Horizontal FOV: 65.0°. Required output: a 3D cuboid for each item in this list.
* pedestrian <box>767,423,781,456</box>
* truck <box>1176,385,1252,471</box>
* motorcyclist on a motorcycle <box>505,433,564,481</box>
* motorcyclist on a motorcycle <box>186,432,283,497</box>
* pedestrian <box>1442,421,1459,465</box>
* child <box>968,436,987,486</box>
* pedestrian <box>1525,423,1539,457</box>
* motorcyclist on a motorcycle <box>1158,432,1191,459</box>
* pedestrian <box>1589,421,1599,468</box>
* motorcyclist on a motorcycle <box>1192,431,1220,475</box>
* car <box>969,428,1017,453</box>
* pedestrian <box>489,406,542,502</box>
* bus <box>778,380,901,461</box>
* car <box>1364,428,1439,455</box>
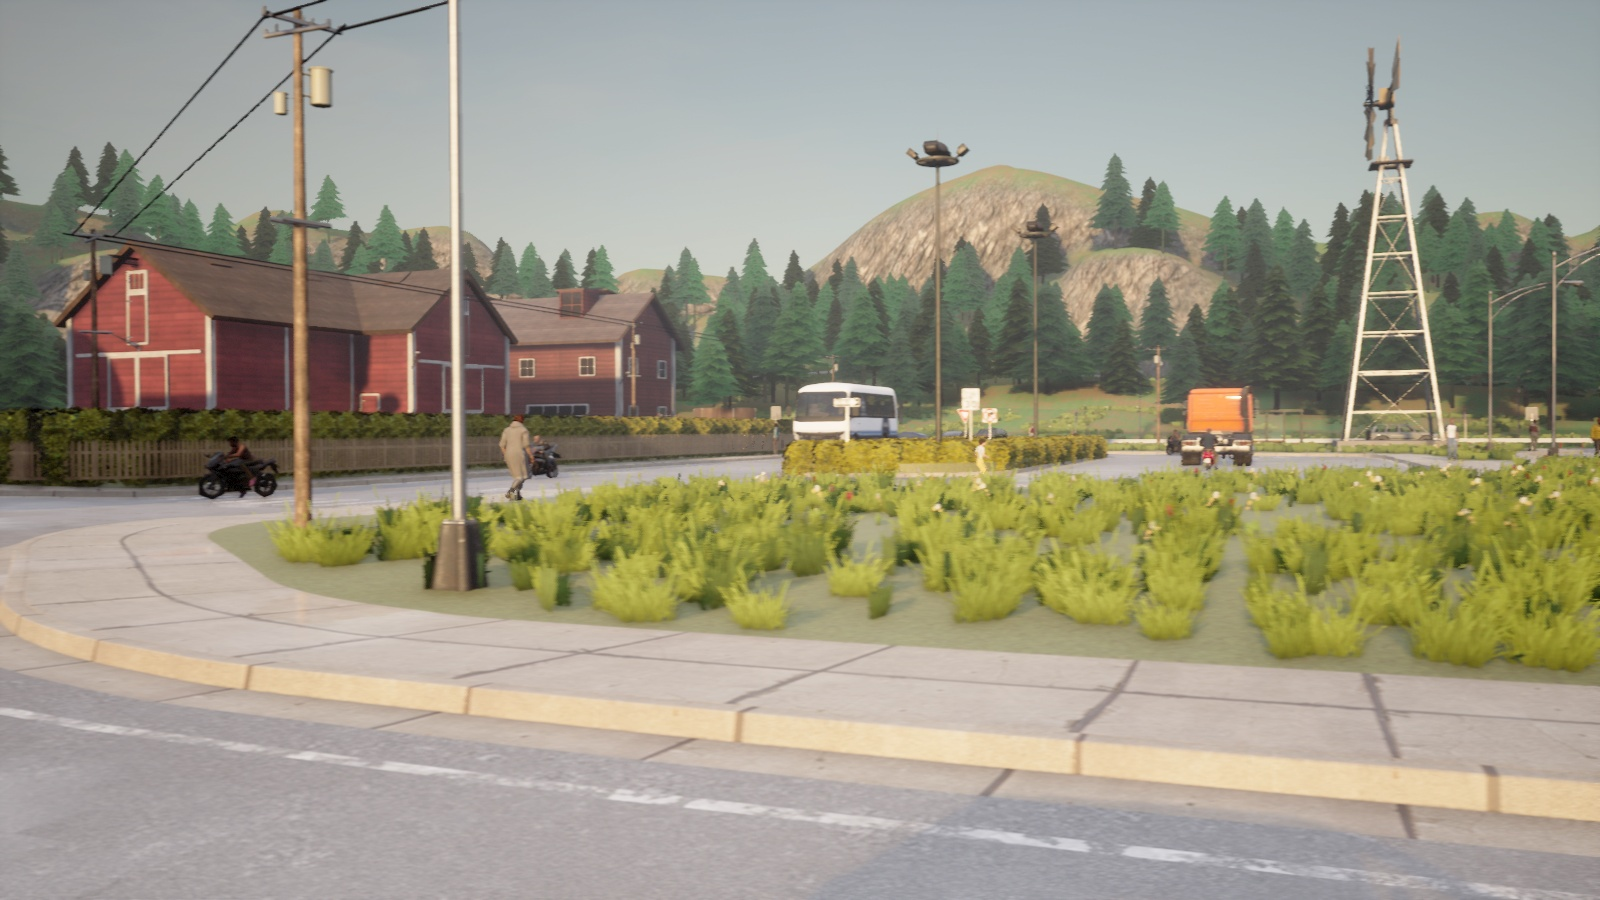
[{"bbox_3d":[-1.496,-0.629,72.912,0.692,1.930,0.396,1,1,38],"label":"pedestrian"},{"bbox_3d":[18.148,-0.963,54.747,2.891,3.462,7.936,0,1,20],"label":"truck"},{"bbox_3d":[-8.864,0.212,42.018,0.866,1.530,2.191,0,1,21],"label":"motorcyclist on a motorcycle"},{"bbox_3d":[-13.738,0.326,30.560,0.797,1.523,2.044,1,1,35],"label":"motorcyclist on a motorcycle"},{"bbox_3d":[27.244,-0.280,52.609,0.354,1.836,0.706,0,1,-1],"label":"pedestrian"},{"bbox_3d":[4.538,0.281,32.106,0.437,1.263,0.270,0,1,-9],"label":"child"},{"bbox_3d":[41.584,-0.548,71.340,0.666,1.930,0.402,-1,1,-37],"label":"pedestrian"},{"bbox_3d":[21.411,-0.255,71.824,0.797,1.523,2.044,0,1,-17],"label":"motorcyclist on a motorcycle"},{"bbox_3d":[31.235,-0.225,49.222,0.370,1.835,0.726,0,1,21],"label":"pedestrian"},{"bbox_3d":[15.059,0.093,46.539,0.866,1.590,1.817,0,1,21],"label":"motorcyclist on a motorcycle"},{"bbox_3d":[14.188,-0.698,92.170,2.097,1.767,4.553,1,1,29],"label":"car"},{"bbox_3d":[-5.895,0.078,26.041,0.659,1.952,0.873,1,1,29],"label":"pedestrian"},{"bbox_3d":[2.451,-1.643,72.089,3.944,4.253,10.273,0,1,21],"label":"bus"},{"bbox_3d":[42.041,-0.638,87.897,4.605,1.855,1.932,0,1,21],"label":"car"}]
